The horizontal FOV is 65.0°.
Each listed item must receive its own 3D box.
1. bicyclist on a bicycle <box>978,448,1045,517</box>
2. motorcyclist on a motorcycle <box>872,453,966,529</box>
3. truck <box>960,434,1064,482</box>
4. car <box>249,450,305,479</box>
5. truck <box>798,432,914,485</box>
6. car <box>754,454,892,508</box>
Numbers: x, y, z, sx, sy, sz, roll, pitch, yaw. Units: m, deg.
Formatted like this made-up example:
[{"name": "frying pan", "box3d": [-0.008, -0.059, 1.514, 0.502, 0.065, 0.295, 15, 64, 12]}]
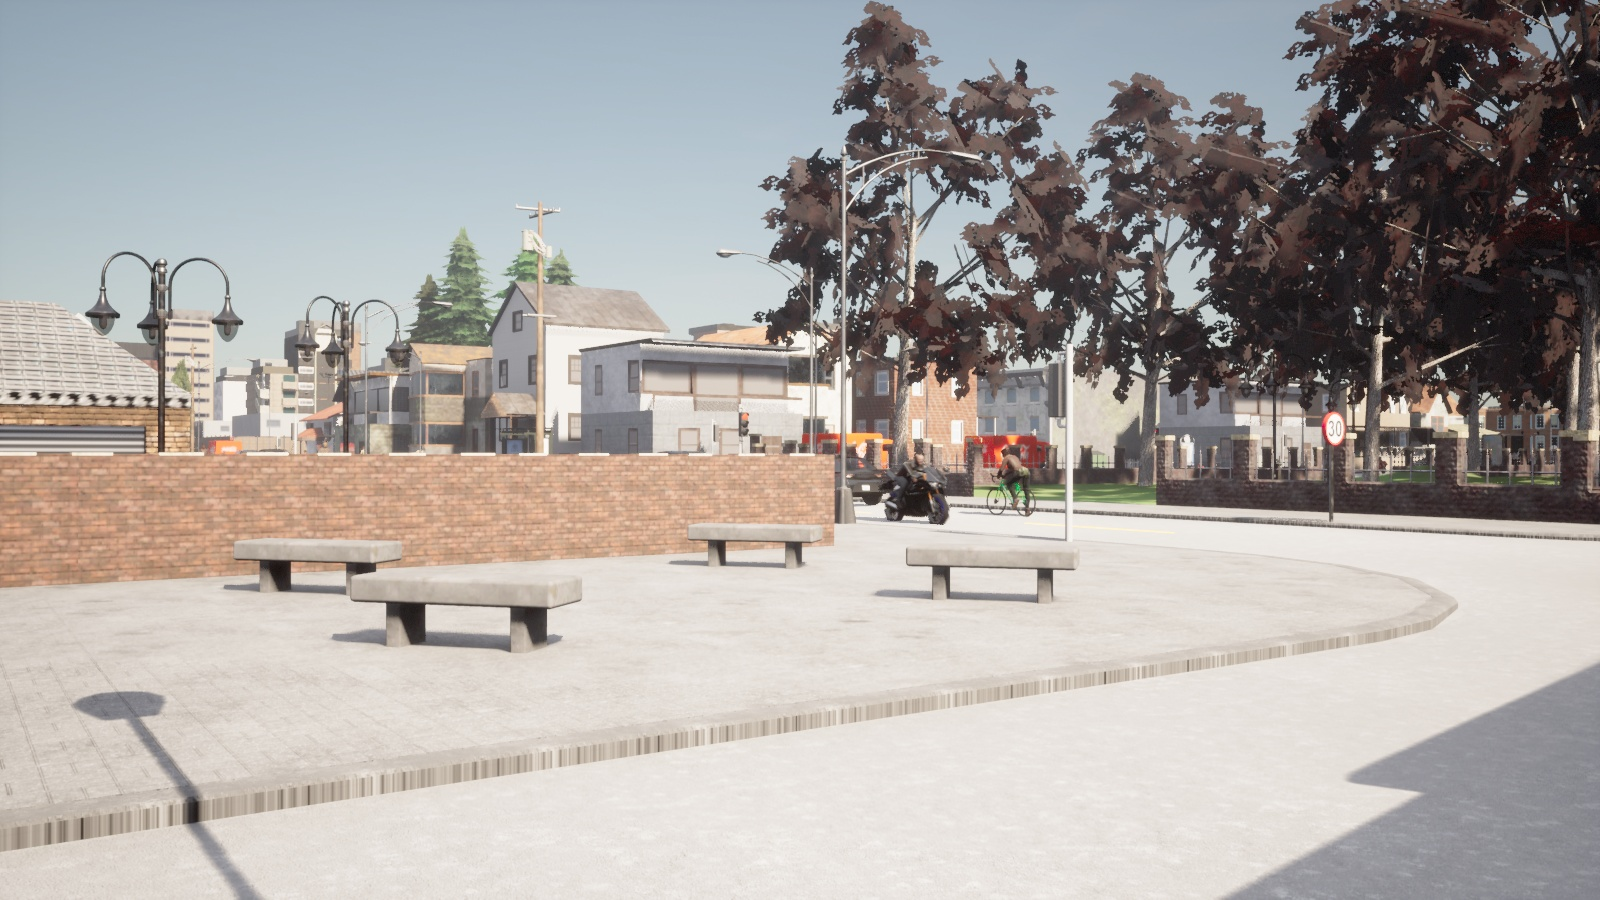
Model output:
[{"name": "bicyclist on a bicycle", "box3d": [5.038, 0.760, 30.000, 0.582, 1.620, 1.656, 0, 0, -35]}, {"name": "motorcyclist on a motorcycle", "box3d": [2.521, 0.840, 26.801, 0.866, 1.530, 2.191, 0, 0, -31]}, {"name": "truck", "box3d": [11.362, 0.398, 67.218, 5.204, 2.467, 2.627, 0, 0, -38]}, {"name": "car", "box3d": [-31.506, 0.839, 75.579, 2.242, 1.667, 4.611, 0, 0, -35]}, {"name": "truck", "box3d": [2.739, 0.403, 61.153, 5.204, 2.467, 2.627, 0, 0, -39]}, {"name": "car", "box3d": [0.603, 0.846, 36.427, 1.816, 1.474, 4.193, 0, 0, -36]}]
